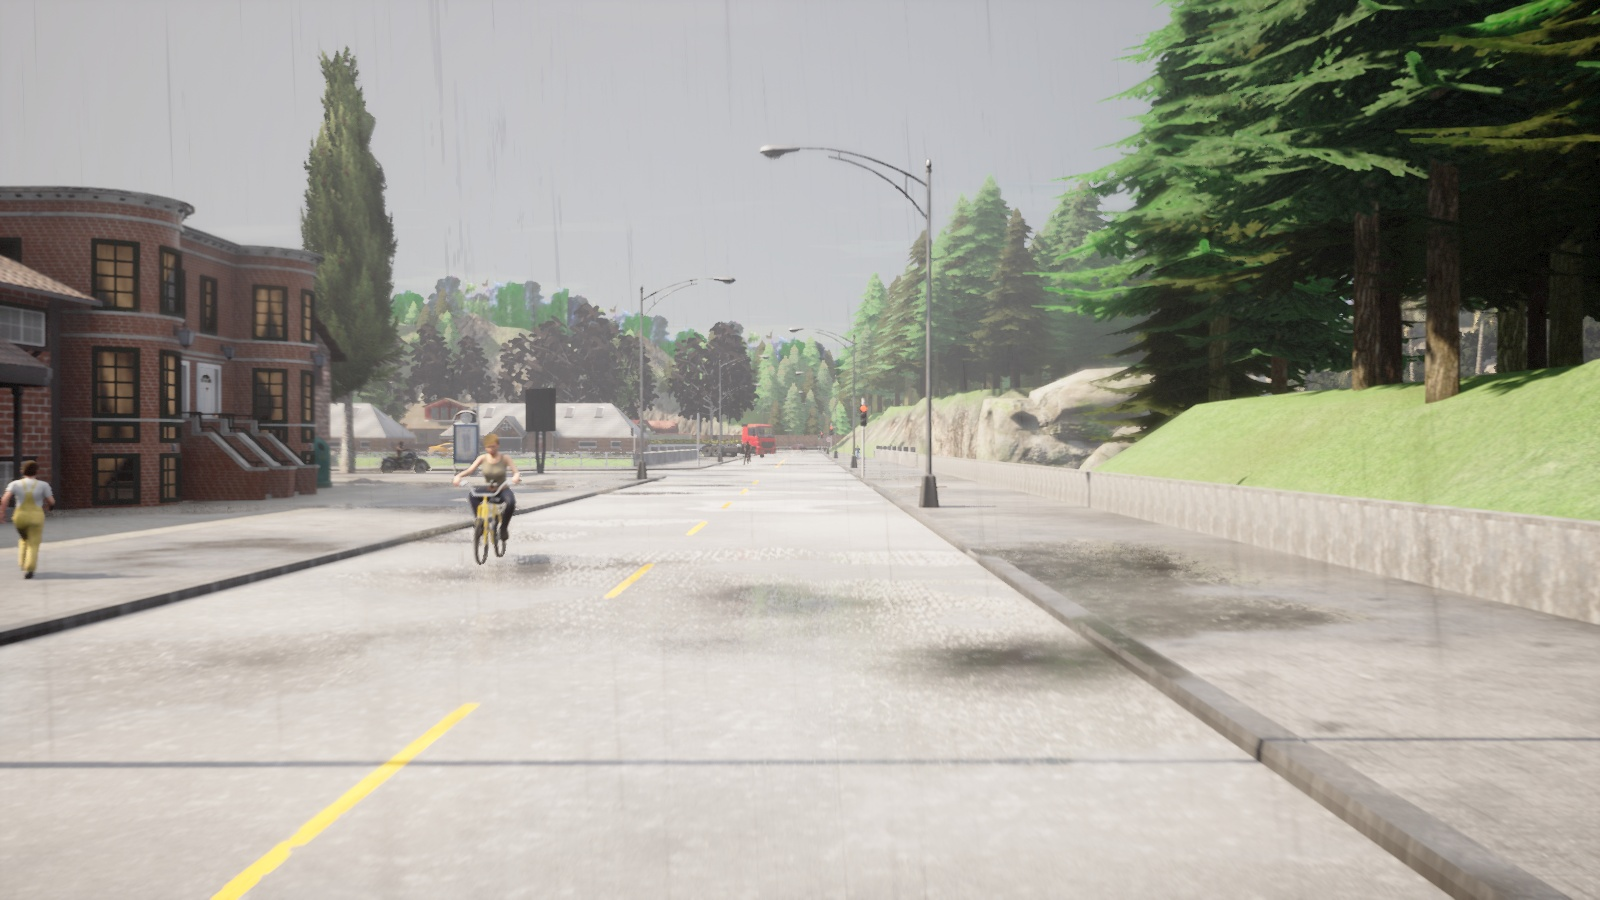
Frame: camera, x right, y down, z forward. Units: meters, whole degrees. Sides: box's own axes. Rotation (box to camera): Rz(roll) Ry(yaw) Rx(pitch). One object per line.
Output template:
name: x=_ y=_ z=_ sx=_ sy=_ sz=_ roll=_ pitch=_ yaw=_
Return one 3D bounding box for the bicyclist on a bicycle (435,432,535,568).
bicyclist on a bicycle: x=-3.899 y=0.592 z=15.667 sx=0.866 sy=1.612 sz=1.509 roll=0 pitch=0 yaw=0

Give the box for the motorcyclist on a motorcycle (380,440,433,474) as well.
motorcyclist on a motorcycle: x=-19.147 y=0.337 z=61.138 sx=2.350 sy=1.649 sz=0.766 roll=0 pitch=0 yaw=0

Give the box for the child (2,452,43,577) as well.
child: x=-8.048 y=0.657 z=13.003 sx=0.270 sy=1.263 sz=0.437 roll=0 pitch=0 yaw=-20
